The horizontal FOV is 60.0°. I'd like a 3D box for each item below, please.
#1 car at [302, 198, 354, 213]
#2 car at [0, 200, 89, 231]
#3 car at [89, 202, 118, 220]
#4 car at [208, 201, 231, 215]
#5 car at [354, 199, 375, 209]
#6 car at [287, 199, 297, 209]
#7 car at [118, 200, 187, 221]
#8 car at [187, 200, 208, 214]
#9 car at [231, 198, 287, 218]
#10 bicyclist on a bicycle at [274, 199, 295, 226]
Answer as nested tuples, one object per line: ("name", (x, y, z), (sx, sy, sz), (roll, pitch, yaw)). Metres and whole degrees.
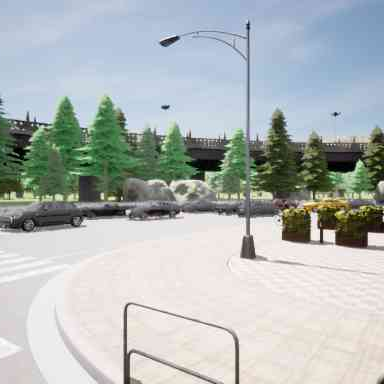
("car", (14.542, 1.422, 36.285), (5.008, 1.535, 1.882), (0, 0, -7))
("car", (-8.955, 1.297, 20.064), (2.097, 1.767, 4.553), (0, 0, 37))
("car", (-7.514, 1.545, 27.489), (1.895, 1.301, 4.718), (0, 0, 41))
("car", (4.670, 1.492, 33.057), (5.357, 1.411, 2.033), (0, 0, -26))
("car", (19.771, 1.509, 40.166), (4.181, 1.385, 1.994), (0, 0, 0))
("car", (9.993, 1.470, 38.790), (4.674, 1.442, 1.812), (0, 0, -15))
("car", (-3.158, 1.436, 27.134), (4.902, 1.511, 2.128), (0, 0, -44))
("car", (0.584, 1.509, 34.568), (4.181, 1.385, 1.994), (0, 0, -31))
("car", (6.039, 1.508, 29.729), (4.181, 1.385, 1.994), (0, 0, -30))
("bicyclist on a bicycle", (5.566, 1.245, 19.586), (0.582, 1.620, 1.656), (0, 0, -44))
